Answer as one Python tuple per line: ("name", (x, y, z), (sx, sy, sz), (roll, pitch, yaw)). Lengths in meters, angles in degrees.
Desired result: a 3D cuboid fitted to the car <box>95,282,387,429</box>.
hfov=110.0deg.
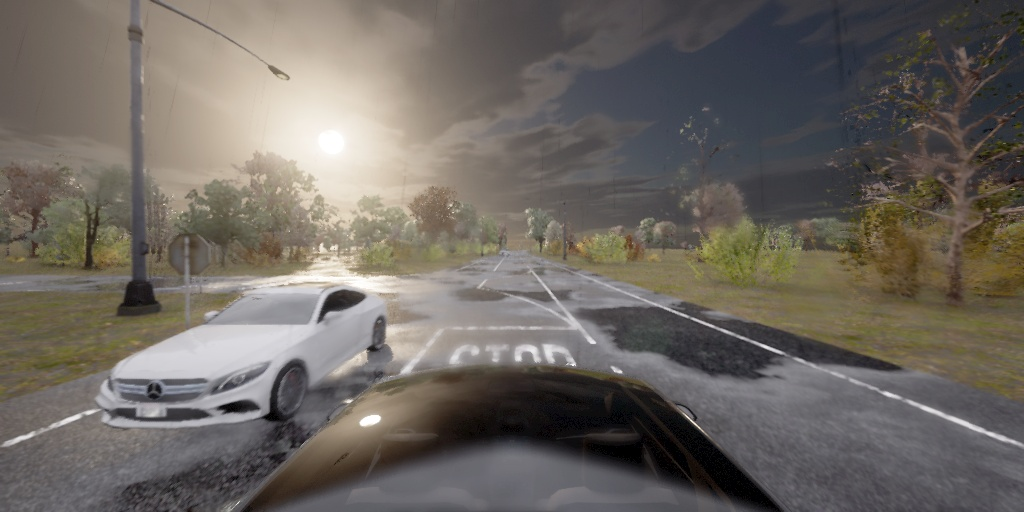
("car", (-3.506, 1.197, 5.810), (1.812, 1.442, 4.674), (0, 1, 0))
